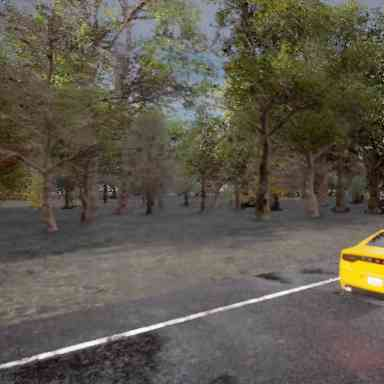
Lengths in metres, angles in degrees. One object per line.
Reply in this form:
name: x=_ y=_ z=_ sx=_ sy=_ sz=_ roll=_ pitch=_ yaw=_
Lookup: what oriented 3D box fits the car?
car: x=5.405 y=1.517 z=7.601 sx=5.008 sy=1.535 sz=1.882 roll=0 pitch=0 yaw=-35
